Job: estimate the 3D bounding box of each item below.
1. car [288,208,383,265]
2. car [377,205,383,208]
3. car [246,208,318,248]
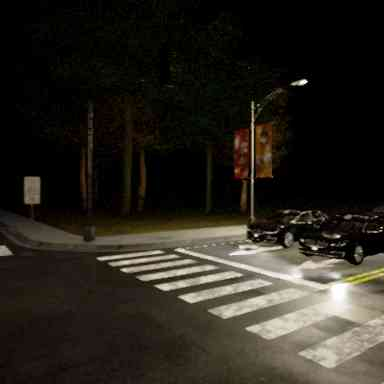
[{"bbox_3d":[5.823,1.521,11.823,4.892,1.490,1.837,0,0,-35],"label":"car"},{"bbox_3d":[12.252,1.524,20.387,4.902,1.511,2.128,0,0,-35],"label":"car"},{"bbox_3d":[4.574,1.522,14.925,4.892,1.490,1.837,0,0,-35],"label":"car"}]
